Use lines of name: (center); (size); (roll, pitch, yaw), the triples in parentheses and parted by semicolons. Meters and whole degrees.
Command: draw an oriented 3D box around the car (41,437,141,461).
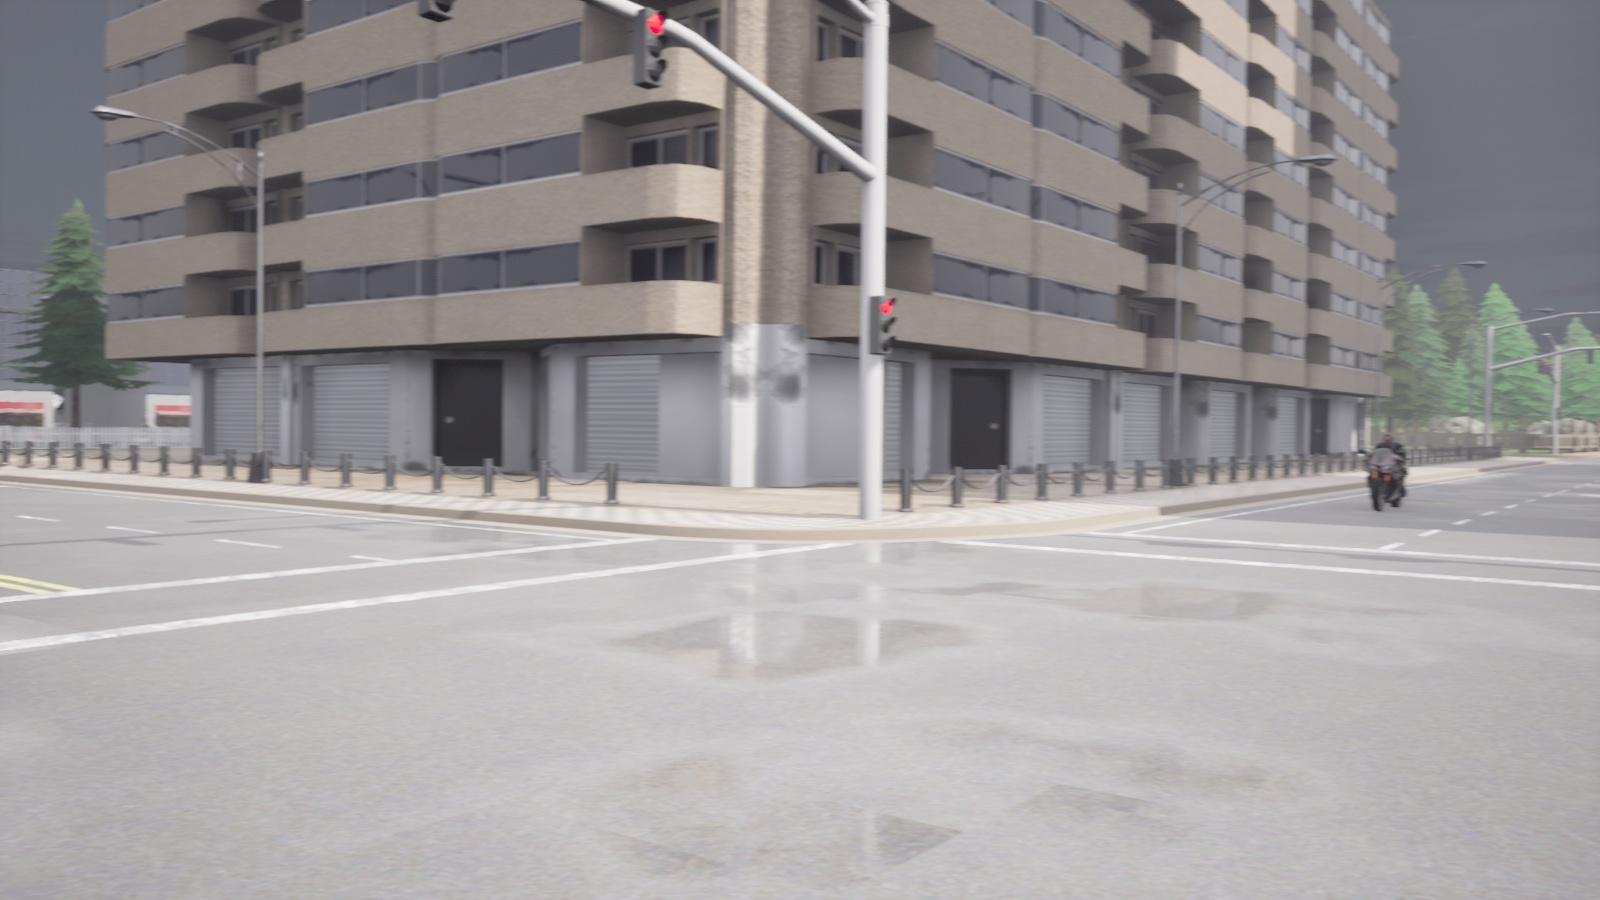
car: (-41.356, -0.060, 73.370); (1.895, 1.301, 4.718); (0, 1, 37)

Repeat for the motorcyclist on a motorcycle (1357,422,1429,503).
motorcyclist on a motorcycle: (11.729, 0.218, 24.799); (0.866, 1.530, 2.191); (0, 1, 37)
